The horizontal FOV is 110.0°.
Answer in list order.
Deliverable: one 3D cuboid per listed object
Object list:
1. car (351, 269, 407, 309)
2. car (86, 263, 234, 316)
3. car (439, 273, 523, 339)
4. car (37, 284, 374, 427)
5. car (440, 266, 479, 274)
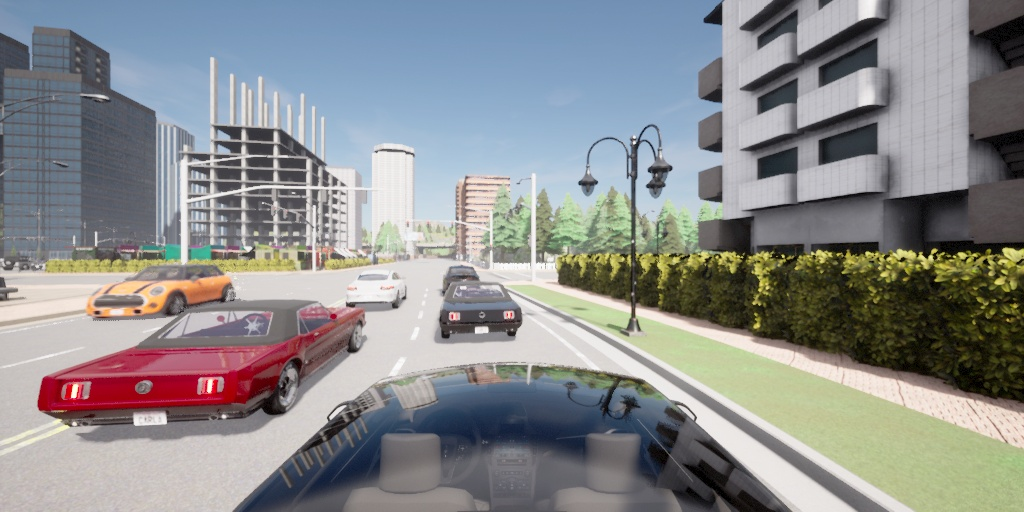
[{"bbox_3d":[-5.433,1.272,14.711,1.812,1.442,4.674,0,0,-11],"label":"car"},{"bbox_3d":[-12.306,1.097,12.973,2.097,1.767,4.553,0,0,-11],"label":"car"},{"bbox_3d":[-1.029,1.348,10.134,1.895,1.301,4.718,0,0,-9],"label":"car"},{"bbox_3d":[-3.905,1.350,5.826,1.895,1.301,4.718,0,0,-7],"label":"car"},{"bbox_3d":[-2.769,1.249,19.226,1.837,1.490,4.892,0,0,-11],"label":"car"}]
